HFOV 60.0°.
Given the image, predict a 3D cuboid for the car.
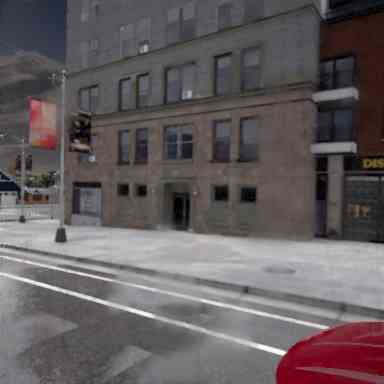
[{"bbox_3d":[2.889,1.470,1.623,5.008,1.535,1.882,-1,0,35],"label":"car"}]
